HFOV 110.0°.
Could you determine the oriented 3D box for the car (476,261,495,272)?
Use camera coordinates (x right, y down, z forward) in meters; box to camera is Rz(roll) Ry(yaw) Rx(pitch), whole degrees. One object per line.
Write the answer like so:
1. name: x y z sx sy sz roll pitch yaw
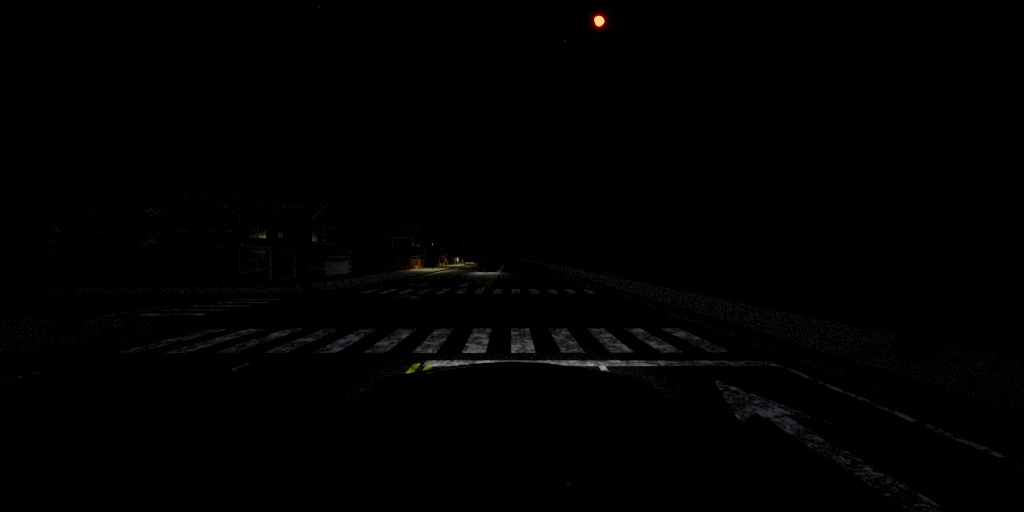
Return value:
1. car: -3.260 1.305 44.693 1.812 1.442 4.674 0 1 0
